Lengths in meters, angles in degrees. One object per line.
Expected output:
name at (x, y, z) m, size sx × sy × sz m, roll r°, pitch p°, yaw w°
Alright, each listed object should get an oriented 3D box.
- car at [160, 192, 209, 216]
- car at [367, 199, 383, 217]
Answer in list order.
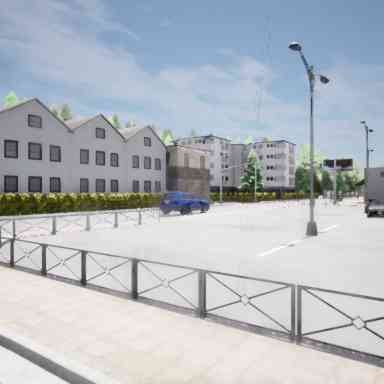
car at (-0.604, 1.029, 30.753) m, size 2.150 × 2.045 × 5.566 m, roll 0°, pitch 0°, yaw 35°
car at (15.399, 1.298, 26.827) m, size 2.007 × 1.523 × 4.514 m, roll 0°, pitch 0°, yaw 35°
